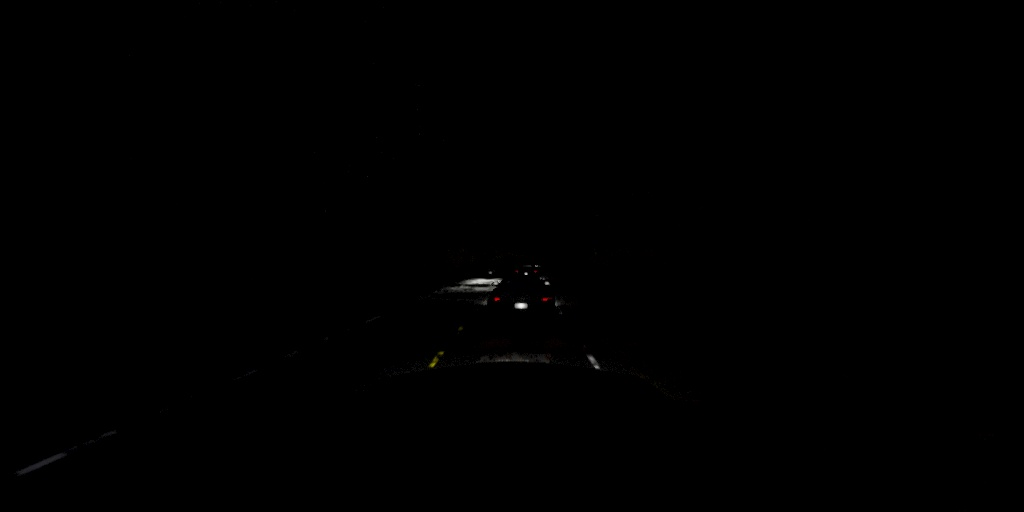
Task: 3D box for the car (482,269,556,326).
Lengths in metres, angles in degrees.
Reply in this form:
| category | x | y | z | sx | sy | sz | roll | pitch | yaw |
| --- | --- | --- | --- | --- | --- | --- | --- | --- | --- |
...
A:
| category | x | y | z | sx | sy | sz | roll | pitch | yaw |
| --- | --- | --- | --- | --- | --- | --- | --- | --- | --- |
| car | 0.301 | 1.298 | 11.604 | 1.994 | 1.385 | 4.181 | 0 | 0 | 2 |

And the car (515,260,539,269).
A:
| category | x | y | z | sx | sy | sz | roll | pitch | yaw |
| --- | --- | --- | --- | --- | --- | --- | --- | --- | --- |
| car | 1.177 | 1.271 | 28.261 | 1.994 | 1.385 | 4.181 | 0 | 0 | 4 |

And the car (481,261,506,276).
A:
| category | x | y | z | sx | sy | sz | roll | pitch | yaw |
| --- | --- | --- | --- | --- | --- | --- | --- | --- | --- |
| car | -1.623 | 1.186 | 33.173 | 2.128 | 1.511 | 4.902 | 0 | 0 | 5 |
